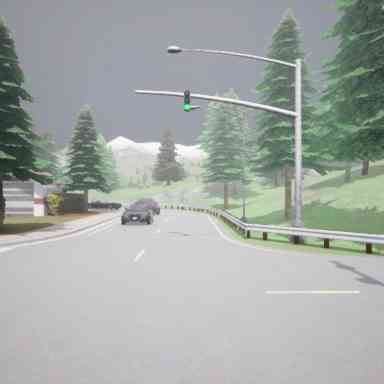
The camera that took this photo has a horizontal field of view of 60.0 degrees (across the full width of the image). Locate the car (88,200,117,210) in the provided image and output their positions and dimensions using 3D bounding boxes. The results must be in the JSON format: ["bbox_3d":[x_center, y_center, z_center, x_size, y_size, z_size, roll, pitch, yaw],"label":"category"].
[{"bbox_3d":[-11.223,1.608,41.741,4.718,1.301,1.895,0,0,14],"label":"car"}]

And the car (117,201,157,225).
[{"bbox_3d":[-3.886,1.564,24.182,1.994,1.385,4.181,0,0,-2],"label":"car"}]

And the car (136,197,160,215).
[{"bbox_3d":[-4.680,1.352,33.976,2.097,1.767,4.553,0,0,-19],"label":"car"}]
